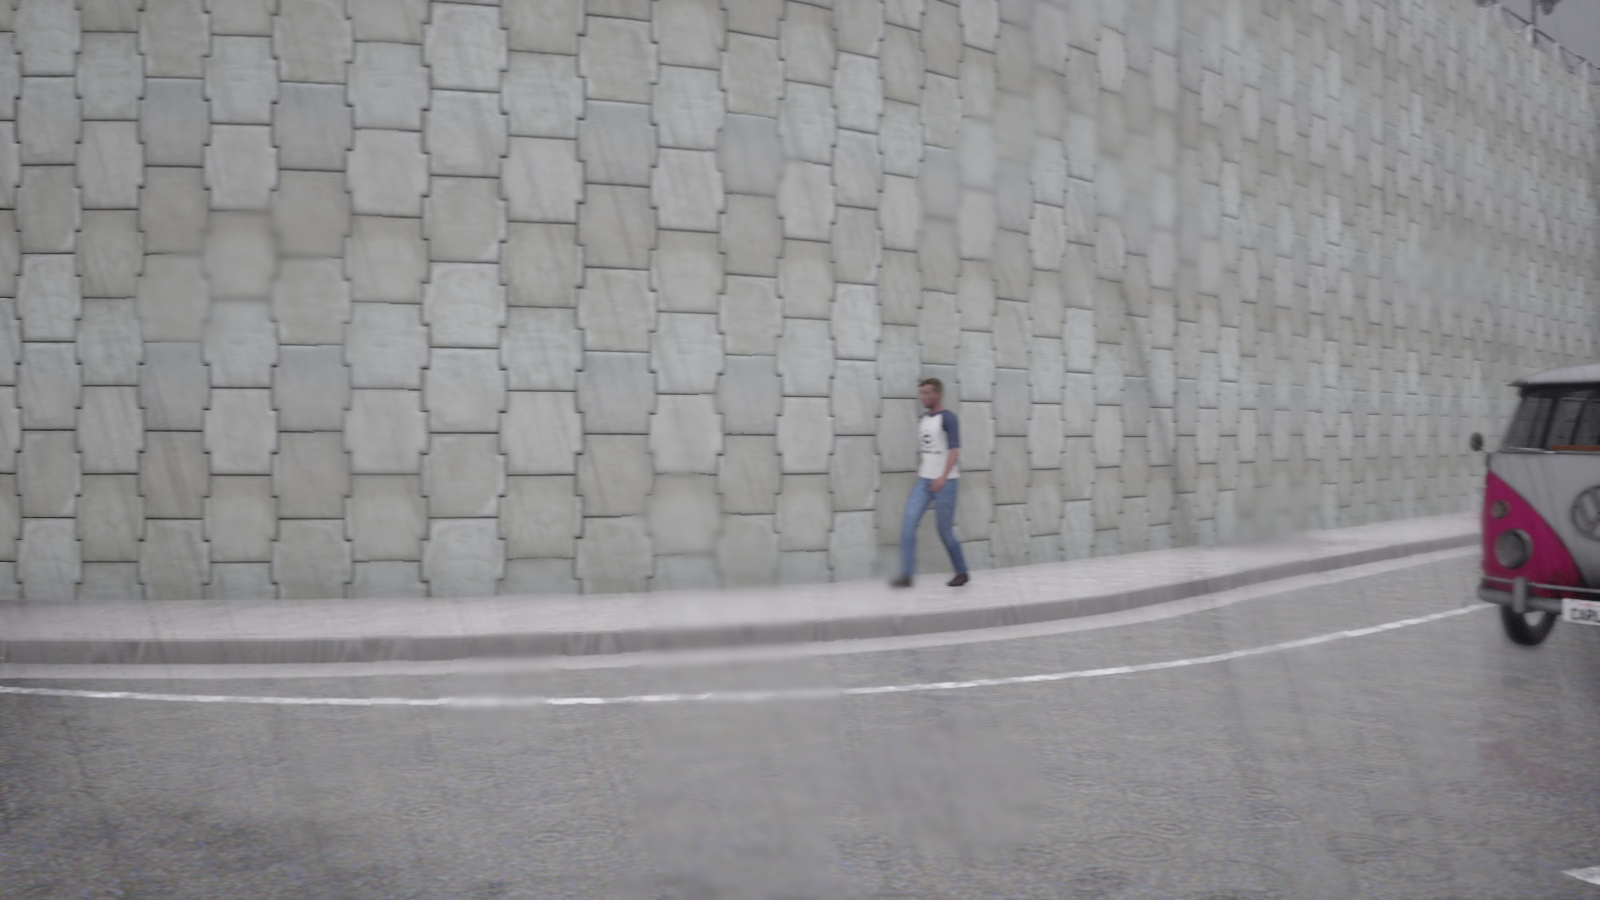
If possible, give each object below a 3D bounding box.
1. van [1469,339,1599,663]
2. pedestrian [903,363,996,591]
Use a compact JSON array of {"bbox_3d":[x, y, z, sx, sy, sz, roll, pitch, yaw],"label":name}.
[{"bbox_3d":[6.687,0.274,9.017,4.442,1.987,1.775,-1,1,-40],"label":"van"},{"bbox_3d":[1.251,0.209,10.473,0.706,1.836,0.354,-1,1,-37],"label":"pedestrian"}]
